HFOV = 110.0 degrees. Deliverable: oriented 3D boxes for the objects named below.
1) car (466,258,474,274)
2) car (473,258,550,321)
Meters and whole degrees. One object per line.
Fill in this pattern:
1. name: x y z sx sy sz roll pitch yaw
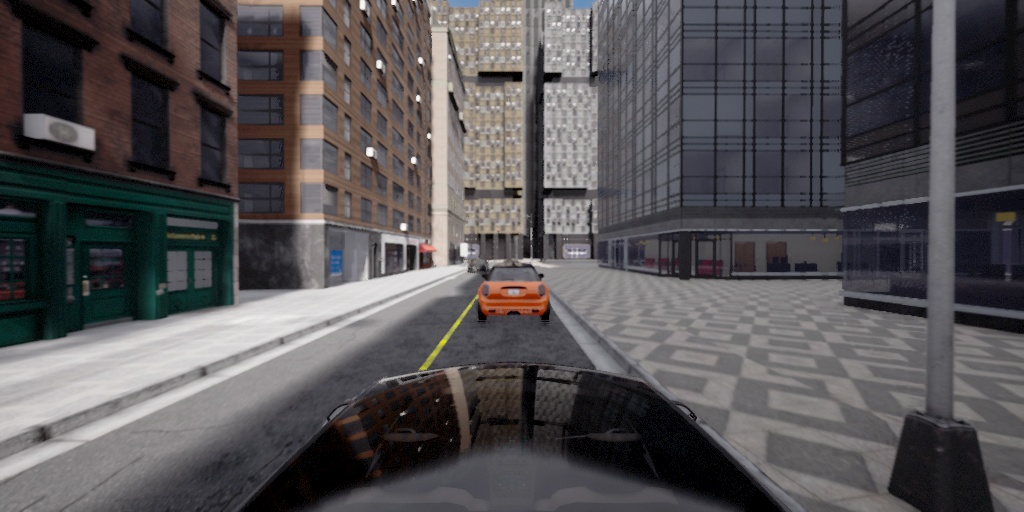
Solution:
1. car: -3.308 0.913 35.217 1.837 1.490 4.892 0 1 0
2. car: 0.035 0.995 12.035 2.097 1.767 4.553 0 1 0
